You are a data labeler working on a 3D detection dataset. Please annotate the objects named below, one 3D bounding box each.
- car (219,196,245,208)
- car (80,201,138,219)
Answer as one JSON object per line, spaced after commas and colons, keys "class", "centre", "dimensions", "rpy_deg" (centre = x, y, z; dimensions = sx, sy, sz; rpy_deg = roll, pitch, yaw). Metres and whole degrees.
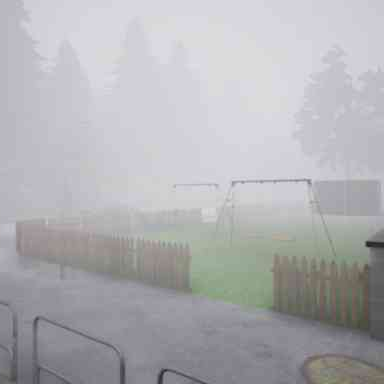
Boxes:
{"class": "car", "centre": [5.744, 1.345, 47.428], "dimensions": [2.097, 1.767, 4.553], "rpy_deg": [0, 0, 36]}
{"class": "car", "centre": [-7.171, 1.541, 29.429], "dimensions": [2.033, 1.411, 5.357], "rpy_deg": [0, 0, 35]}
